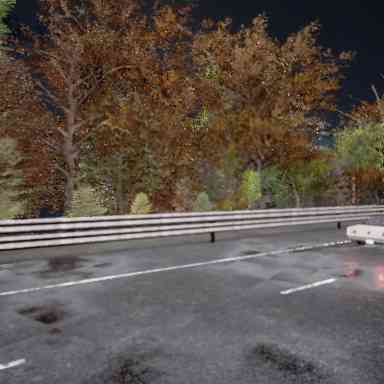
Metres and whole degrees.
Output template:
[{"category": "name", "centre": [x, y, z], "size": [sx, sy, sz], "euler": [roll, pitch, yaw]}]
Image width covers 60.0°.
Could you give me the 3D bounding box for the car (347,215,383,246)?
[{"category": "car", "centre": [8.726, 1.642, 14.164], "size": [4.718, 1.301, 1.895], "euler": [0, 0, -35]}]
